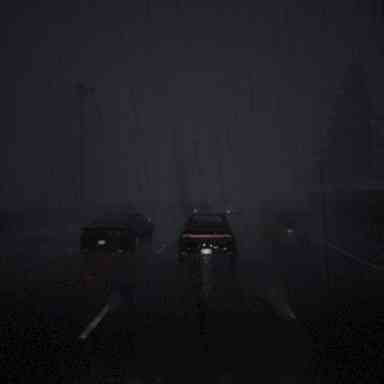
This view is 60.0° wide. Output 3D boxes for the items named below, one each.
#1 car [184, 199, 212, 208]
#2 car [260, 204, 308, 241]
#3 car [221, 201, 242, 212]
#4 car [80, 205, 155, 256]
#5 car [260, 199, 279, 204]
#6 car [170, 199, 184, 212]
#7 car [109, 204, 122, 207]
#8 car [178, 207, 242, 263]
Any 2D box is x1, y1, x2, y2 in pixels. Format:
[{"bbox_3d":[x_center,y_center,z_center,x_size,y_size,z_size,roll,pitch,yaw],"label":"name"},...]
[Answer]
[{"bbox_3d":[0.928,1.614,35.617,1.837,1.490,4.892,0,0,14],"label":"car"},{"bbox_3d":[4.561,1.565,16.791,1.812,1.442,4.674,0,0,6],"label":"car"},{"bbox_3d":[3.892,1.618,33.104,1.812,1.442,4.674,0,0,13],"label":"car"},{"bbox_3d":[-2.793,1.529,13.531,1.882,1.535,5.008,0,0,5],"label":"car"},{"bbox_3d":[8.867,1.597,38.175,1.837,1.490,4.892,0,0,16],"label":"car"},{"bbox_3d":[-1.190,1.623,41.104,2.128,1.511,4.902,0,0,16],"label":"car"},{"bbox_3d":[-5.052,1.615,23.768,1.812,1.442,4.674,0,0,9],"label":"car"},{"bbox_3d":[0.603,1.528,12.163,2.128,1.511,4.902,0,0,4],"label":"car"}]
